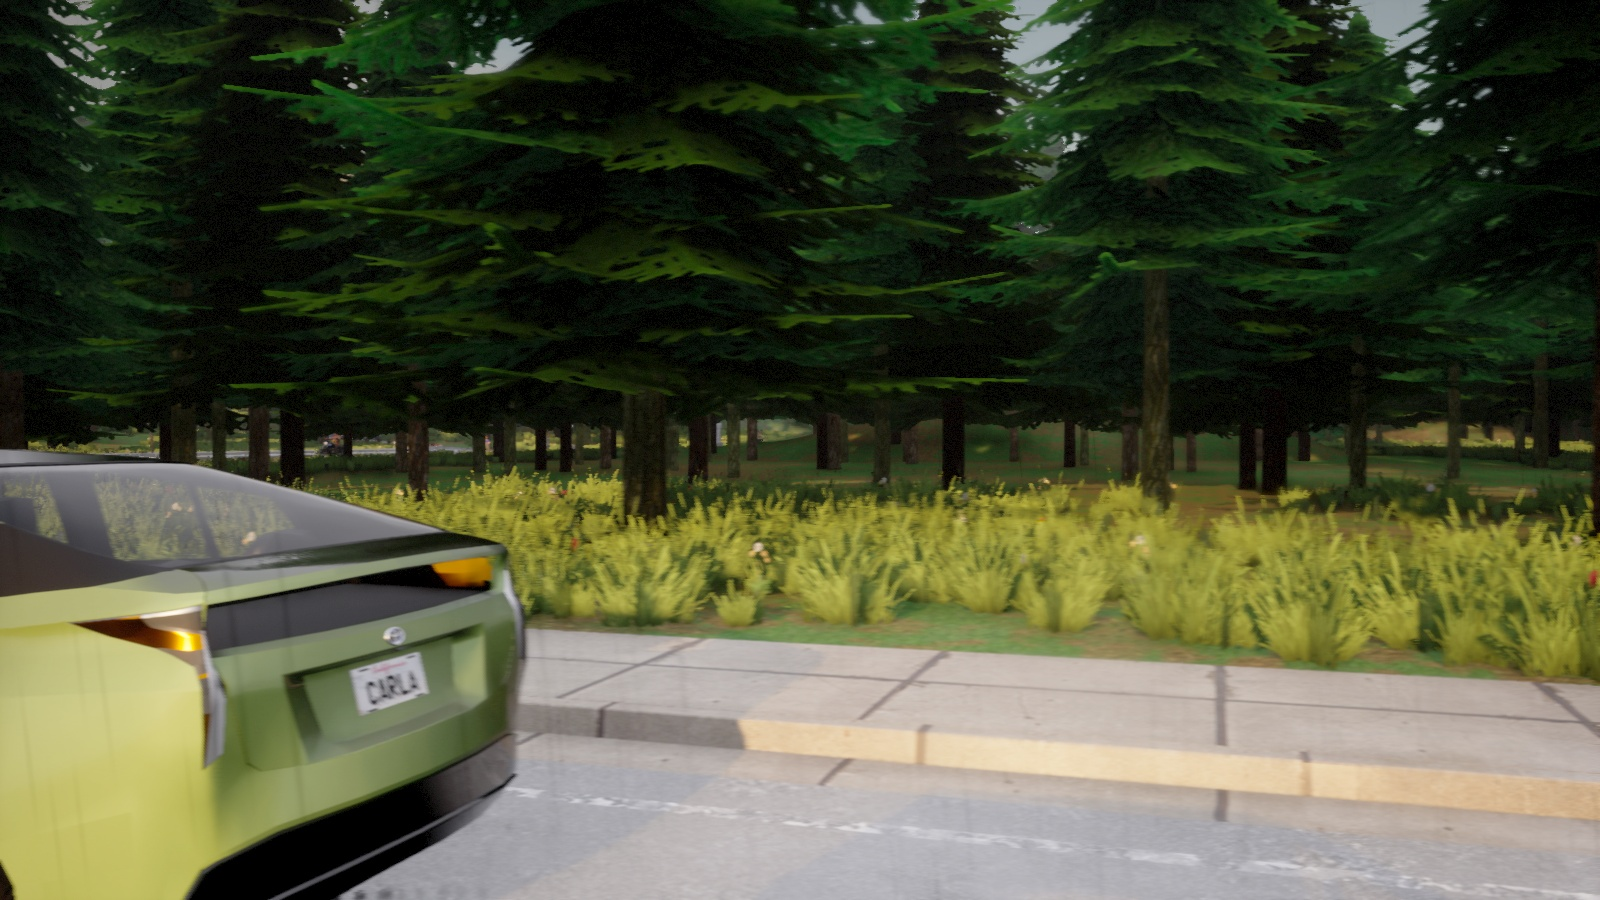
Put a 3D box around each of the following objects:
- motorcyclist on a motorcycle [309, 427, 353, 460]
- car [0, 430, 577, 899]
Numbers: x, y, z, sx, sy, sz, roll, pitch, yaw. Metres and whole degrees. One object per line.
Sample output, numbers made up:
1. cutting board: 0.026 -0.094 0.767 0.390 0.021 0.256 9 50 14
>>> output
1. motorcyclist on a motorcycle: -24.071 -0.358 64.497 0.766 1.649 2.350 1 1 20
2. car: -3.262 0.694 4.290 4.514 1.525 2.007 1 1 19
